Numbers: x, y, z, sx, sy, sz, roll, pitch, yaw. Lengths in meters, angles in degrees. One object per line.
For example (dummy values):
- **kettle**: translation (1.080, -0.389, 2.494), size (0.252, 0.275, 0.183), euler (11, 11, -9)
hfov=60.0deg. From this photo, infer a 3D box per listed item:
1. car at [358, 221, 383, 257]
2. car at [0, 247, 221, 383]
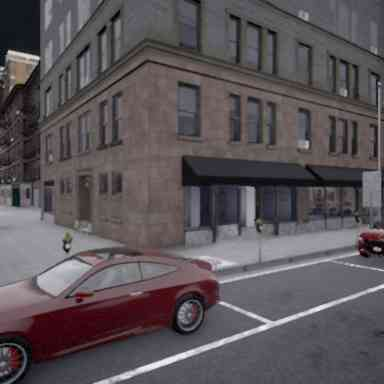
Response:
- **car**: translation (7.541, 1.511, 11.566), size (4.507, 1.381, 1.887), euler (0, 0, -35)
- **car**: translation (-1.433, 1.578, 5.166), size (4.206, 1.307, 1.802), euler (0, 0, -35)
